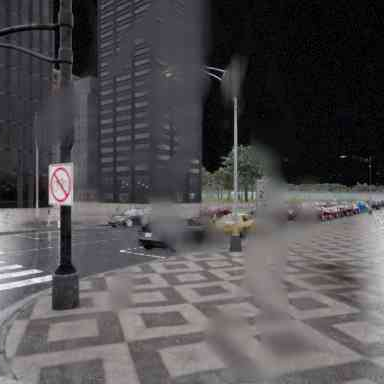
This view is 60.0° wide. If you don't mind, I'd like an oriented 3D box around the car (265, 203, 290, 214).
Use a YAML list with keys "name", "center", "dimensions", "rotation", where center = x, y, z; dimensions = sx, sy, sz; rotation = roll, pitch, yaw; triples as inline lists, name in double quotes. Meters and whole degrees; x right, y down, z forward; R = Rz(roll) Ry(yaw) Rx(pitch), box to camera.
- name: "car"
  center: [12.217, 2.304, 47.369]
  dimensions: [2.008, 1.369, 4.403]
  rotation: [-1, -2, 36]

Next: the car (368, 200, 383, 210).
- name: "car"
  center: [35.547, 2.538, 65.388]
  dimensions: [2.192, 1.841, 5.009]
  rotation: [-1, -2, 36]

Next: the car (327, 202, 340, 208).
- name: "car"
  center: [31.889, 2.889, 74.931]
  dimensions: [1.802, 1.307, 4.206]
  rotation: [-1, -2, 36]

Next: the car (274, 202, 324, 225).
- name: "car"
  center: [9.317, 1.791, 28.637]
  dimensions: [2.192, 1.841, 5.009]
  rotation: [-1, -2, 36]

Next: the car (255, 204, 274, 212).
- name: "car"
  center: [8.939, 2.208, 42.776]
  dimensions: [2.008, 1.369, 4.403]
  rotation: [-1, -2, 36]

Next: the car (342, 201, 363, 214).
- name: "car"
  center: [22.431, 2.294, 47.009]
  dimensions: [1.967, 1.590, 4.097]
  rotation: [-1, -2, 36]

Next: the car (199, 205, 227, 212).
- name: "car"
  center: [2.383, 2.015, 33.590]
  dimensions: [1.887, 1.381, 4.507]
  rotation: [-1, -2, 36]

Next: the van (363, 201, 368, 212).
- name: "van"
  center: [25.710, 2.288, 51.605]
  dimensions: [1.690, 1.788, 3.998]
  rotation: [-1, -2, 36]

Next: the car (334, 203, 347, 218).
- name: "car"
  center: [15.879, 2.245, 37.823]
  dimensions: [1.802, 1.307, 4.206]
  rotation: [-1, -2, 36]

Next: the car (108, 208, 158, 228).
- name: "car"
  center: [-4.173, 1.840, 24.402]
  dimensions: [2.008, 1.369, 4.403]
  rotation: [-1, -1, 36]

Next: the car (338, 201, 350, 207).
- name: "car"
  center: [38.446, 3.036, 84.118]
  dimensions: [2.008, 1.369, 4.403]
  rotation: [-1, -1, 36]

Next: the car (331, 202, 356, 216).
- name: "car"
  center: [19.153, 2.303, 42.413]
  dimensions: [1.887, 1.381, 4.507]
  rotation: [-1, -2, 36]

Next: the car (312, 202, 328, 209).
- name: "car"
  center: [25.332, 2.671, 65.744]
  dimensions: [1.887, 1.381, 4.507]
  rotation: [-1, -2, 36]

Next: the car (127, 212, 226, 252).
- name: "car"
  center: [-0.517, 1.774, 14.850]
  dimensions: [1.947, 1.339, 4.313]
  rotation: [-1, -2, 36]

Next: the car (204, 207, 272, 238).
- name: "car"
  center: [2.859, 1.823, 19.582]
  dimensions: [1.752, 1.417, 4.829]
  rotation: [-1, -2, 36]

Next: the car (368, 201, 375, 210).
- name: "car"
  center: [28.990, 2.591, 56.194]
  dimensions: [2.008, 1.369, 4.403]
  rotation: [-1, -2, 36]

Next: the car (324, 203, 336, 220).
- name: "car"
  center: [12.596, 2.113, 33.225]
  dimensions: [1.887, 1.381, 4.507]
  rotation: [-1, -2, 36]

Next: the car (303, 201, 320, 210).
- name: "car"
  center: [22.053, 2.475, 61.153]
  dimensions: [1.967, 1.590, 4.097]
  rotation: [-1, -2, 36]

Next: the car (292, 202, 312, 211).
- name: "car"
  center: [18.775, 2.493, 56.557]
  dimensions: [2.008, 1.369, 4.403]
  rotation: [-1, -2, 36]
